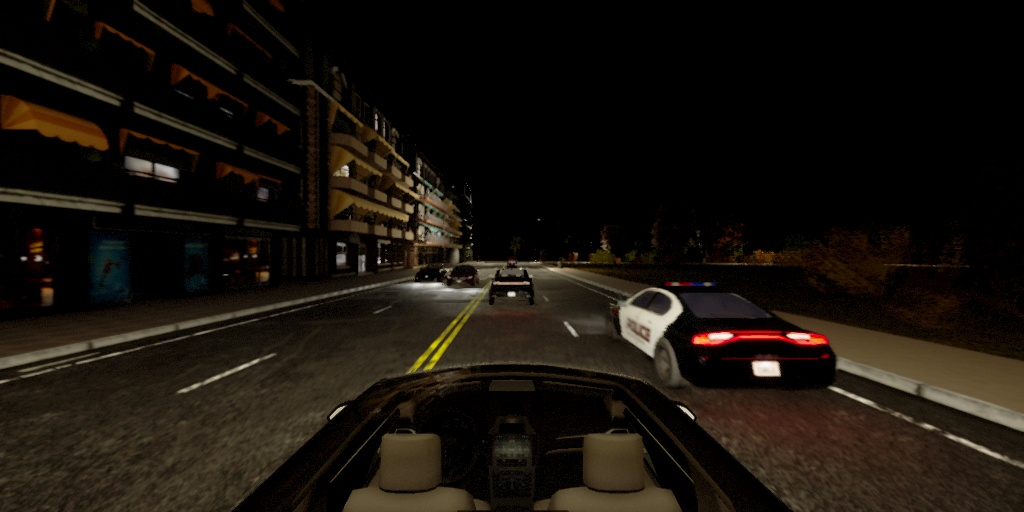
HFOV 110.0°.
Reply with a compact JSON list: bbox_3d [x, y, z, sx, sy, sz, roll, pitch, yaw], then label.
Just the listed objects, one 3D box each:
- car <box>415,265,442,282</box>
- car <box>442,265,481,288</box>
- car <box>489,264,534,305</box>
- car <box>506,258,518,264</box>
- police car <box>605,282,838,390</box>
[{"bbox_3d":[-6.510,1.390,29.333,1.994,1.385,4.181,0,0,0],"label":"car"},{"bbox_3d":[-3.303,1.338,24.779,1.812,1.442,4.674,0,0,0],"label":"car"},{"bbox_3d":[-0.013,1.282,16.445,2.128,1.511,4.902,0,0,0],"label":"car"},{"bbox_3d":[0.030,1.449,58.917,2.033,1.411,5.357,0,0,0],"label":"car"},{"bbox_3d":[3.250,1.270,6.992,2.038,1.542,4.974,0,0,0],"label":"police car"}]
